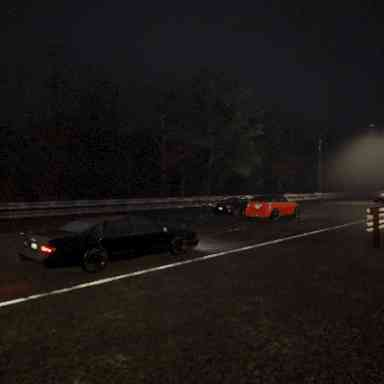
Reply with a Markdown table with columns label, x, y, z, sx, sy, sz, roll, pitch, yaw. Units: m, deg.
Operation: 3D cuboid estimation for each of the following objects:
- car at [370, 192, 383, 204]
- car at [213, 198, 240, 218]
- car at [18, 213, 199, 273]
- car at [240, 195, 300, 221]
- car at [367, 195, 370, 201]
| label | x | y | z | sx | sy | sz | roll | pitch | yaw |
| --- | --- | --- | --- | --- | --- | --- | --- | --- | --- |
| car | 25.840 | 0.915 | 44.286 | 1.895 | 1.301 | 4.718 | 0 | 1 | 44 |
| car | 3.517 | 1.184 | 26.109 | 1.994 | 1.385 | 4.181 | 0 | 1 | 44 |
| car | -2.179 | 1.366 | 10.077 | 2.033 | 1.411 | 5.357 | 0 | 1 | 44 |
| car | 5.776 | 0.990 | 23.408 | 2.097 | 1.767 | 4.553 | 0 | 1 | 44 |
| car | 29.595 | 0.736 | 53.239 | 1.812 | 1.442 | 4.674 | 0 | 1 | 44 |
